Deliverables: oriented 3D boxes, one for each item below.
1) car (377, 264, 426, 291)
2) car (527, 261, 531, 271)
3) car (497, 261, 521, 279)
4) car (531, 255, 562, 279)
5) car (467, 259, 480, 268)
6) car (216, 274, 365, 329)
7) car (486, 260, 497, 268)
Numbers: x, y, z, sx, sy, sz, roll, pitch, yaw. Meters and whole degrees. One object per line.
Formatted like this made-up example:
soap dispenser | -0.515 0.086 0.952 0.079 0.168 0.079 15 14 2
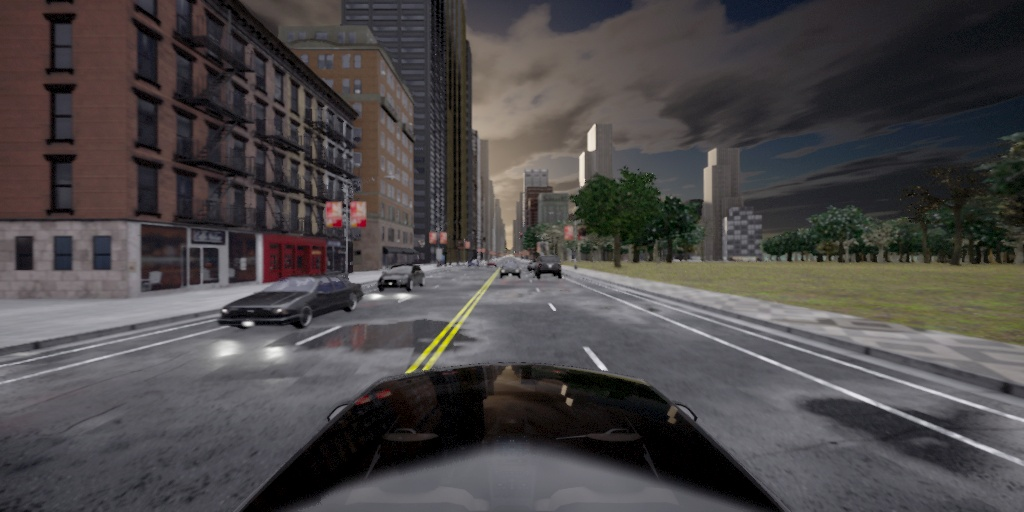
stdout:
car | -6.677 1.277 22.117 1.837 1.490 4.892 0 0 0
car | 3.077 1.304 48.024 1.994 1.385 4.181 0 0 0
car | -0.134 1.350 32.960 1.895 1.301 4.718 0 0 0
car | 3.195 0.957 32.620 2.150 2.045 5.566 0 0 0
car | -6.816 1.343 64.039 1.812 1.442 4.674 0 0 0
car | -6.641 1.320 11.674 2.033 1.411 5.357 0 0 0
car | -3.565 1.429 64.055 1.895 1.301 4.718 0 0 0
